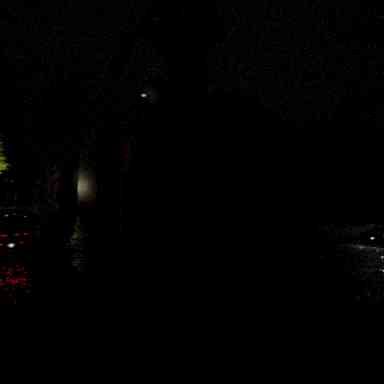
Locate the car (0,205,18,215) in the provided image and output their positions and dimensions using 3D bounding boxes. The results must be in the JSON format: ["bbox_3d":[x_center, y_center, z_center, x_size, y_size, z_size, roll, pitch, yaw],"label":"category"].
[{"bbox_3d":[-21.146,2.569,38.141,1.994,1.385,4.181,3,-2,-27],"label":"car"}]

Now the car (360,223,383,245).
[{"bbox_3d":[12.620,2.660,20.950,4.181,1.385,1.994,2,-3,-28],"label":"car"}]

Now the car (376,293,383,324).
[{"bbox_3d":[5.801,1.853,6.176,5.357,1.411,2.033,2,-3,-28],"label":"car"}]

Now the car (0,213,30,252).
[{"bbox_3d":[-9.346,2.025,15.928,1.837,1.490,4.892,0,0,-44],"label":"car"}]
